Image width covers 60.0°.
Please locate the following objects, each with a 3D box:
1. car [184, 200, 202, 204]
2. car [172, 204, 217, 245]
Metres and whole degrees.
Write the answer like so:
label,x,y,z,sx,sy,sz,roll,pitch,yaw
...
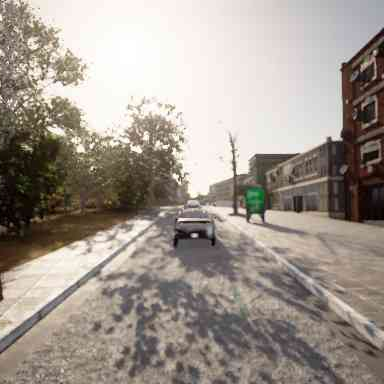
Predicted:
label,x,y,z,sx,sy,sz,roll,pitch,yaw
car,0.100,1.574,33.654,1.812,1.442,4.674,0,1,0
car,0.105,1.520,15.647,2.128,1.511,4.902,0,0,0
